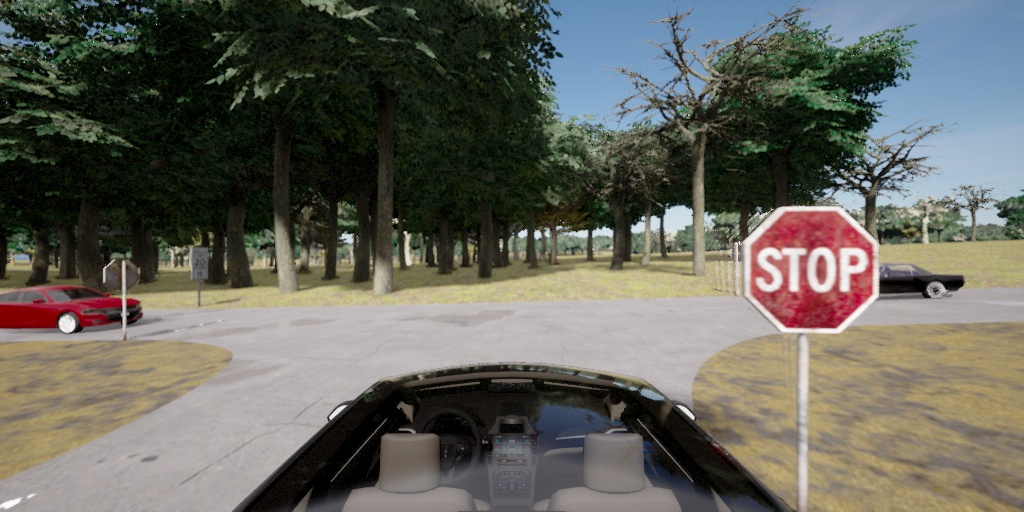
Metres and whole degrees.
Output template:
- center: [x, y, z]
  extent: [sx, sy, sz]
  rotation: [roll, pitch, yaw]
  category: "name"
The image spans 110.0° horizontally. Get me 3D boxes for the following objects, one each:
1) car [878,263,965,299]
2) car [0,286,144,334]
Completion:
- center: [13.612, 0.949, 13.596]
  extent: [4.718, 1.301, 1.895]
  rotation: [-2, 0, 4]
  category: "car"
- center: [-15.843, 1.797, 12.534]
  extent: [5.008, 1.535, 1.882]
  rotation: [-1, 0, 4]
  category: "car"
